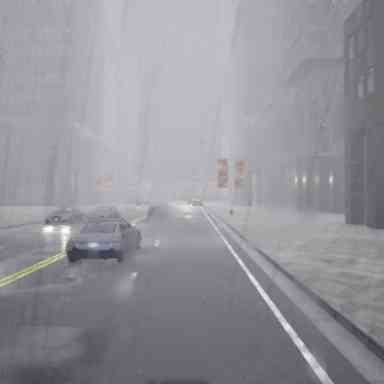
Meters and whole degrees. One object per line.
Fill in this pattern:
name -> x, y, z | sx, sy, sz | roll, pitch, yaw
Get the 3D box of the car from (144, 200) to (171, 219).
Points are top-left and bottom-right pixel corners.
car -> -3.146, 1.807, 32.150 | 1.837, 1.490, 4.892 | 0, 0, 0

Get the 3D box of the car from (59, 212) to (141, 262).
car -> -3.151, 1.685, 12.630 | 1.994, 1.385, 4.181 | 0, 0, 0

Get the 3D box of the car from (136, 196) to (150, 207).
car -> -9.746, 1.875, 66.672 | 2.150, 2.045, 5.566 | 0, -1, 0

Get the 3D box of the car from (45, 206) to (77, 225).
car -> -9.844, 1.810, 26.105 | 1.994, 1.385, 4.181 | 0, -1, 0

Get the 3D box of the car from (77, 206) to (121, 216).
car -> -6.598, 1.785, 25.161 | 2.033, 1.411, 5.357 | 0, -1, 0

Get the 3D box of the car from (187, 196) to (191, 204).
car -> 0.009, 2.165, 86.179 | 2.150, 2.045, 5.566 | 0, -1, 0

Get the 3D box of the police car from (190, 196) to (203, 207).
police car -> 1.144, 2.058, 66.473 | 1.930, 1.638, 5.238 | 0, -1, 0
